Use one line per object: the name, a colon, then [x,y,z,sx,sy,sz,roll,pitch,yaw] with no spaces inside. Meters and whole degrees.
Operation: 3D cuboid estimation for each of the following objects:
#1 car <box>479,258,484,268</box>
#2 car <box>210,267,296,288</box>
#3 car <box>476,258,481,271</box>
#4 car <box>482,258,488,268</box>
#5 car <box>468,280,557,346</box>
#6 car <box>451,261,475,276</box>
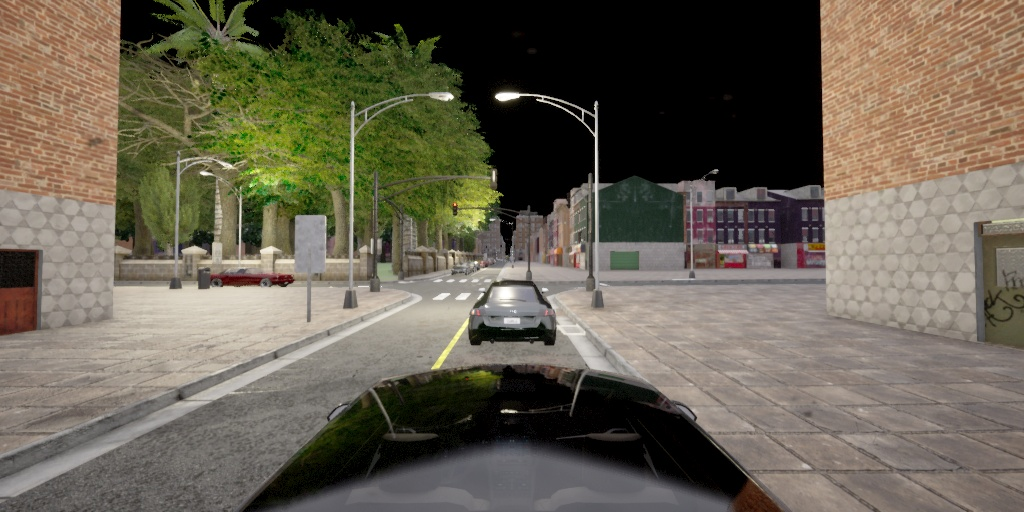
car: [-5.504,1.370,51.042,1.948,1.339,4.313,0,0,0]
car: [-16.094,1.341,22.052,4.718,1.301,1.895,0,-1,0]
car: [-5.471,1.344,45.592,2.007,1.370,4.403,0,0,0]
car: [-5.570,1.416,61.941,1.802,1.307,4.207,0,0,0]
car: [0.035,1.317,9.448,1.994,1.385,4.181,0,0,1]
car: [-5.455,1.332,38.456,2.007,1.370,4.403,0,0,0]
